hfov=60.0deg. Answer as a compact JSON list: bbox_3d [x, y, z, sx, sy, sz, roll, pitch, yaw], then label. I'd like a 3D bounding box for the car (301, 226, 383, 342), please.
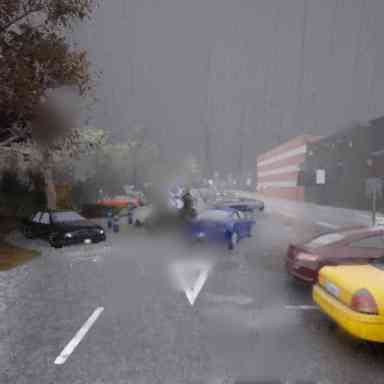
[{"bbox_3d":[4.726,1.467,5.119,5.366,1.575,1.946,0,0,0],"label":"car"}]

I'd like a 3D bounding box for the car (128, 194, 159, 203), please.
[{"bbox_3d":[-8.145,1.123,56.399,5.008,1.535,2.097,0,0,0],"label":"car"}]

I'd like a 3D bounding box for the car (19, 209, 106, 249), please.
[{"bbox_3d":[-5.952,1.495,14.822,5.357,1.411,2.033,1,1,45],"label":"car"}]

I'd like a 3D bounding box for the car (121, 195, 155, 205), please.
[{"bbox_3d":[-8.138,1.177,50.741,4.792,1.488,2.163,0,0,0],"label":"car"}]

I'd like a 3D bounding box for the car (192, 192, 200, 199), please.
[{"bbox_3d":[0.052,1.119,63.734,1.895,1.301,4.718,0,1,0],"label":"car"}]

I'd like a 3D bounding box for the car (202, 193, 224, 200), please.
[{"bbox_3d":[4.462,0.889,70.675,4.674,1.452,2.002,0,1,0],"label":"car"}]

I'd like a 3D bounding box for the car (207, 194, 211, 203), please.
[{"bbox_3d":[4.367,1.242,36.747,4.674,1.452,2.002,0,0,0],"label":"car"}]

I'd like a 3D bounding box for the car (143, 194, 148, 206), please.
[{"bbox_3d":[-8.197,1.191,39.446,5.008,1.535,2.097,0,0,0],"label":"car"}]

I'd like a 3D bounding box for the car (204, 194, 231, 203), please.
[{"bbox_3d":[4.430,1.127,59.366,4.674,1.452,2.002,0,1,0],"label":"car"}]

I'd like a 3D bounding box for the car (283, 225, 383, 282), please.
[{"bbox_3d":[4.526,1.505,7.761,4.674,1.452,2.002,-1,0,0],"label":"car"}]

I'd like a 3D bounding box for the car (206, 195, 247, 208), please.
[{"bbox_3d":[4.390,1.180,42.399,5.008,1.535,2.097,0,0,0],"label":"car"}]

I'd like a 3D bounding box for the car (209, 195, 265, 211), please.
[{"bbox_3d":[4.325,1.253,31.095,4.792,1.488,2.163,0,0,0],"label":"car"}]

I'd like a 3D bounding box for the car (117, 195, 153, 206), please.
[{"bbox_3d":[-8.147,1.188,47.917,4.792,1.488,2.163,0,0,0],"label":"car"}]

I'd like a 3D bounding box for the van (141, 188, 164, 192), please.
[{"bbox_3d":[-8.013,0.806,62.174,4.442,1.987,1.878,0,1,0],"label":"van"}]

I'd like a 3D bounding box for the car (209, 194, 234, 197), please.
[{"bbox_3d":[4.359,1.253,33.922,4.674,1.452,2.002,0,0,0],"label":"car"}]

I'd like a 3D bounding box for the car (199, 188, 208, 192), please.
[{"bbox_3d":[4.457,0.541,79.147,4.553,1.767,2.185,0,1,0],"label":"car"}]

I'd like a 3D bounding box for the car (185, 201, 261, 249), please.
[{"bbox_3d":[1.420,1.428,14.675,1.882,1.535,5.008,0,1,25],"label":"car"}]

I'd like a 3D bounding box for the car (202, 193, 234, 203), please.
[{"bbox_3d":[4.192,1.188,39.573,5.366,1.575,1.946,0,0,0],"label":"car"}]

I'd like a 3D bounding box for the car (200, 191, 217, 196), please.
[{"bbox_3d":[4.557,0.393,93.275,4.792,1.488,2.163,0,1,0],"label":"car"}]

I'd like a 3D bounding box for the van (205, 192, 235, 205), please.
[{"bbox_3d":[4.292,0.922,50.875,4.442,1.987,1.878,0,0,0],"label":"van"}]

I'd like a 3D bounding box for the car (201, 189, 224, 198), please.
[{"bbox_3d":[4.429,0.907,48.049,5.566,2.045,2.435,0,0,0],"label":"car"}]

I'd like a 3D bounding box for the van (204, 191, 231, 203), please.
[{"bbox_3d":[4.308,0.897,56.406,4.442,1.987,1.878,0,0,0],"label":"van"}]

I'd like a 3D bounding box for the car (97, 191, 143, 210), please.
[{"bbox_3d":[-8.179,1.076,36.746,4.553,1.767,2.185,0,0,0],"label":"car"}]
